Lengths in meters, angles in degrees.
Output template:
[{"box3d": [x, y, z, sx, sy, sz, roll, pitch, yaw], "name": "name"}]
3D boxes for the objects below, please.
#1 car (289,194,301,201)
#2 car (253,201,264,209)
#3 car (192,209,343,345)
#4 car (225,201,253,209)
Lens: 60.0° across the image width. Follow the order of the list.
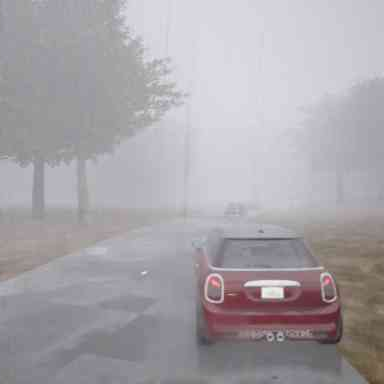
[{"box3d": [23.643, 1.153, 76.250, 1.882, 1.535, 5.008, -1, 1, 33], "name": "car"}, {"box3d": [8.259, 1.848, 44.405, 1.895, 1.301, 4.718, -1, 0, 25], "name": "car"}, {"box3d": [1.095, 1.401, 6.636, 2.097, 1.767, 4.553, 0, 0, 0], "name": "car"}, {"box3d": [4.664, 1.804, 34.720, 2.033, 1.411, 5.357, -1, 0, 18], "name": "car"}]
